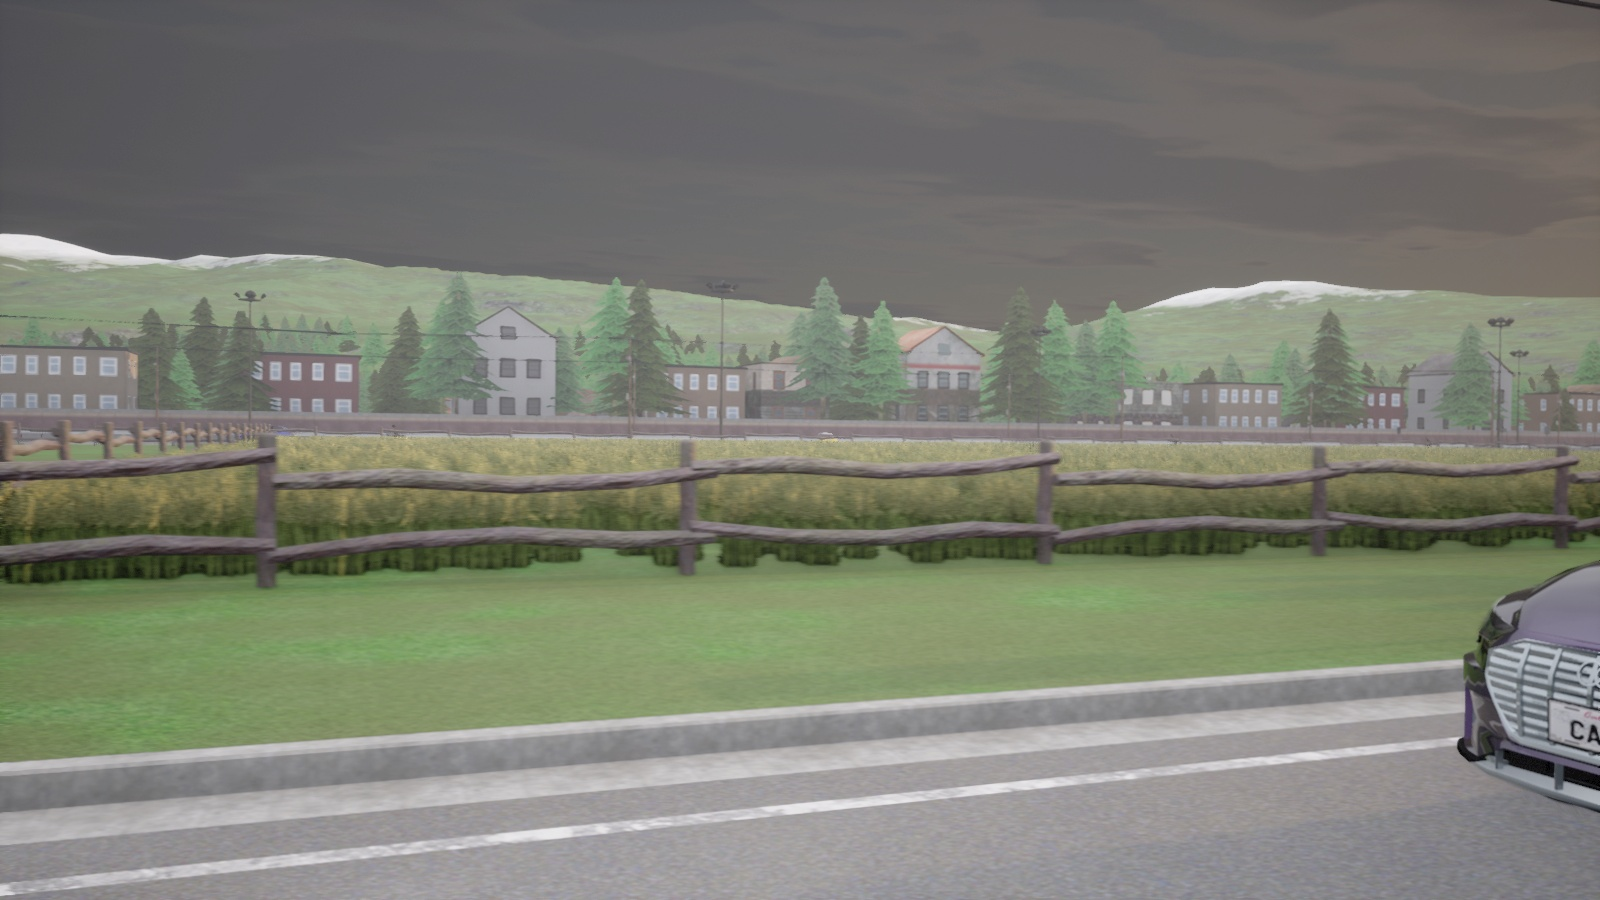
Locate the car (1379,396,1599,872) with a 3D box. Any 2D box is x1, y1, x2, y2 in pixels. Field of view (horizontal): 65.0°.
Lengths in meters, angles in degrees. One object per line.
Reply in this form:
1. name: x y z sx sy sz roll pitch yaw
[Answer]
1. car: 5.053 0.603 5.156 4.856 1.649 2.033 -1 1 -21
